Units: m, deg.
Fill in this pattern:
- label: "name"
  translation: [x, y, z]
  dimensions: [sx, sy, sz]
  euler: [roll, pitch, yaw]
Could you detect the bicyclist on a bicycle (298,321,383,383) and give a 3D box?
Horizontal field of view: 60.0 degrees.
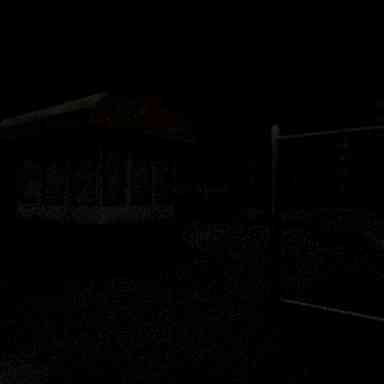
- label: "bicyclist on a bicycle"
  translation: [1.080, 1.352, 1.758]
  dimensions: [1.656, 1.620, 0.582]
  euler: [3, 2, 36]
